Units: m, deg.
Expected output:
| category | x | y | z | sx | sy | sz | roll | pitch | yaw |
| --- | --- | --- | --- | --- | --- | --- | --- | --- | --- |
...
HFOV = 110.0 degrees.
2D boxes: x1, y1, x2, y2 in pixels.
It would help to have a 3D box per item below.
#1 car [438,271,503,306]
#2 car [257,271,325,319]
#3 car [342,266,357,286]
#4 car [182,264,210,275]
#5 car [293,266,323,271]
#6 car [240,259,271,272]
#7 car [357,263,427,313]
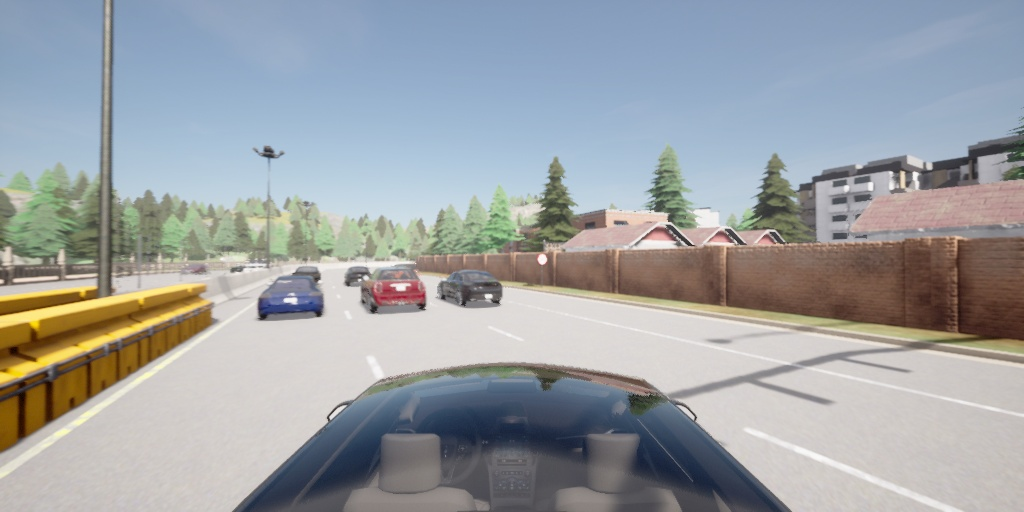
| category | x | y | z | sx | sy | sz | roll | pitch | yaw |
| --- | --- | --- | --- | --- | --- | --- | --- | --- | --- |
| car | -2.085 | 1.421 | 16.976 | 1.837 | 1.490 | 4.892 | 0 | 0 | -28 |
| car | -8.198 | 1.435 | 13.560 | 1.994 | 1.385 | 4.181 | 0 | -1 | -28 |
| car | -12.254 | 1.536 | 28.544 | 1.837 | 1.490 | 4.892 | 0 | 0 | -28 |
| car | -41.492 | 1.725 | 47.192 | 1.812 | 1.442 | 4.674 | 0 | -1 | -22 |
| car | -15.685 | 1.491 | 27.555 | 1.882 | 1.535 | 5.008 | 0 | 0 | -28 |
| car | -34.751 | 1.448 | 49.116 | 2.150 | 2.045 | 5.566 | 0 | 0 | -23 |
| car | -5.132 | 1.243 | 15.253 | 2.097 | 1.767 | 4.553 | 0 | -1 | -28 |
